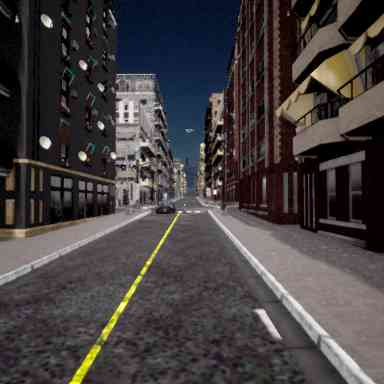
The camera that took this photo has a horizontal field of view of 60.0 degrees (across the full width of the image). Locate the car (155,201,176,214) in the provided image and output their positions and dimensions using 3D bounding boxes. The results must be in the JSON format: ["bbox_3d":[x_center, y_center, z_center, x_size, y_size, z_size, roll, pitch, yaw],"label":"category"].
[{"bbox_3d":[-2.750,1.644,35.663,1.994,1.385,4.181,0,0,0],"label":"car"}]
